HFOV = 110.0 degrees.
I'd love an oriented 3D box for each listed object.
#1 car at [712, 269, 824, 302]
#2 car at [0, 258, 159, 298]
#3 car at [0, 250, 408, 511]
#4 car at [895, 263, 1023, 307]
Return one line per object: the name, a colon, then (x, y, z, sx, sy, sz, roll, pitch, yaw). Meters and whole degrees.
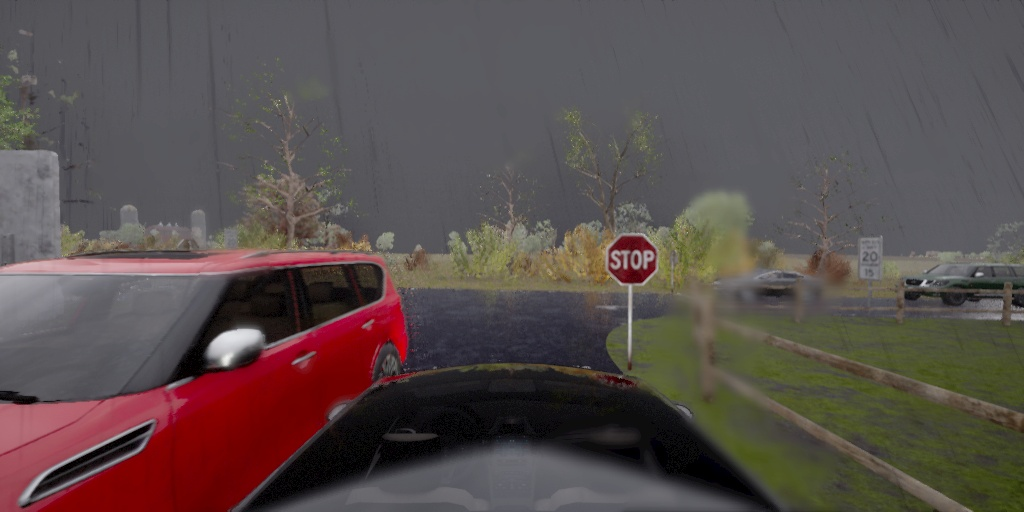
car: (12.708, 1.414, 17.943, 4.902, 1.511, 2.128, 1, 1, 0)
car: (-18.450, 0.855, 14.988, 5.357, 1.411, 2.033, 1, 1, 0)
car: (-2.590, 0.963, 2.830, 2.150, 2.045, 5.566, 0, 0, 2)
car: (22.738, 1.358, 17.942, 5.566, 2.045, 2.150, 1, 1, 0)
